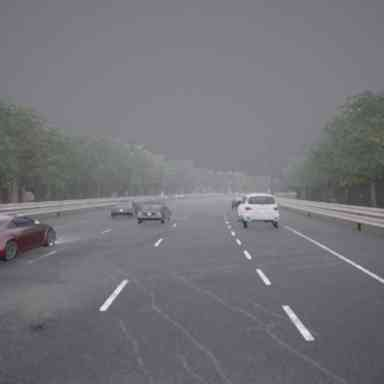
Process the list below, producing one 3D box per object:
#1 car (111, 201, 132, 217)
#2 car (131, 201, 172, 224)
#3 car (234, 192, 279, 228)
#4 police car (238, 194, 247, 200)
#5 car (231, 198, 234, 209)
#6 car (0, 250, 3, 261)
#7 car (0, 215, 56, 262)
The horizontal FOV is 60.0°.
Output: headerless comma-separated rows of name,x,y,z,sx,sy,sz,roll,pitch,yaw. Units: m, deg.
car,-5.721,1.467,29.578,1.994,1.385,4.181,0,0,4
car,-2.613,1.468,23.989,2.033,1.411,5.357,0,0,4
car,4.264,1.152,22.087,2.150,2.045,5.566,0,0,3
police car,12.978,1.256,85.687,2.038,1.542,4.974,0,0,12
car,5.963,1.351,42.104,1.882,1.535,5.008,0,0,6
car,-3.357,1.483,1.507,2.128,1.511,4.902,0,0,0
car,-6.651,1.518,12.042,1.994,1.385,4.181,0,0,2
